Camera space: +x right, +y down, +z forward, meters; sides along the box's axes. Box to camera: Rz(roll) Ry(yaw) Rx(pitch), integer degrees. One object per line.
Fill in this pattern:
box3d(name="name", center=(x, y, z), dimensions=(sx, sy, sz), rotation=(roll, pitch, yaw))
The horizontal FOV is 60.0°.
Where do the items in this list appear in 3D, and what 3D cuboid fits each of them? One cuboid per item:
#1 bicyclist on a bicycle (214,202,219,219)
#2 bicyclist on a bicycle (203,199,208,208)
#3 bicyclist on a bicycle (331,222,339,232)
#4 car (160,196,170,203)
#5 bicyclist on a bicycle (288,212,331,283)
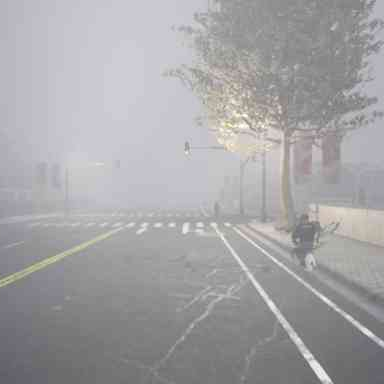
box3d(name="bicyclist on a bicycle", center=(2.277, 1.763, 30.814), dimensions=(0.582, 1.620, 1.656), rotation=(1, -1, 0))
box3d(name="bicyclist on a bicycle", center=(2.298, 1.977, 57.008), dimensions=(0.866, 1.612, 1.509), rotation=(0, -1, 0))
box3d(name="bicyclist on a bicycle", center=(3.810, 1.435, 10.715), dimensions=(1.656, 1.620, 0.582), rotation=(11, -34, 27))
box3d(name="car", center=(-6.461, 1.704, 79.487), dimensions=(2.097, 1.767, 4.553), rotation=(0, 0, 0))
box3d(name="bicyclist on a bicycle", center=(3.039, 1.464, 9.135), dimensions=(0.659, 1.776, 1.843), rotation=(0, 0, 0))
